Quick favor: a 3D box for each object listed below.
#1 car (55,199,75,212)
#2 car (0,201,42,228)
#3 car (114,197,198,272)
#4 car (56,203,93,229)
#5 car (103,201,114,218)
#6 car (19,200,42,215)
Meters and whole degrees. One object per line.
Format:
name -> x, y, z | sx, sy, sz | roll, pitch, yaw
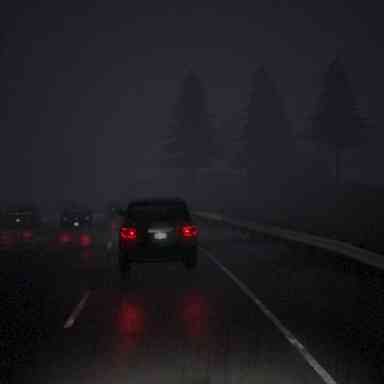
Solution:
car -> -14.195, 1.532, 37.284 | 1.882, 1.535, 5.008 | -1, 0, -29
car -> -11.710, 1.572, 23.237 | 2.128, 1.511, 4.902 | -1, 0, -18
car -> -1.247, 1.190, 11.003 | 2.150, 2.045, 5.566 | -1, 0, -10
car -> -7.574, 1.620, 21.958 | 1.895, 1.301, 4.718 | -1, 0, -18
car -> -6.899, 1.496, 30.267 | 1.812, 1.442, 4.674 | -1, 0, -22
car -> -18.116, 1.682, 37.132 | 1.994, 1.385, 4.181 | -1, 0, -30
